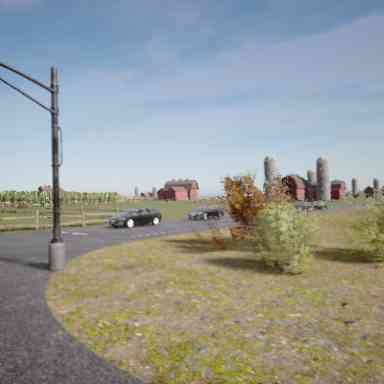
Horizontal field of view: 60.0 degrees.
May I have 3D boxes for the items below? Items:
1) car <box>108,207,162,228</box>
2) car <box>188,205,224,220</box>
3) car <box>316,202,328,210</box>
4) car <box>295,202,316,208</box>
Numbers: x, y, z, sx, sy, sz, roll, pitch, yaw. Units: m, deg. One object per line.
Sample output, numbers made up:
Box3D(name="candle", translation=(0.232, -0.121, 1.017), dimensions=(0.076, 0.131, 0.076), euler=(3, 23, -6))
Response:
Box3D(name="car", translation=(-4.451, 1.995, 26.460), dimensions=(1.837, 1.490, 4.892), euler=(-2, -2, 36))
Box3D(name="car", translation=(1.493, 2.094, 34.712), dimensions=(2.128, 1.511, 4.902), euler=(-2, -2, 36))
Box3D(name="car", translation=(21.889, 2.432, 56.890), dimensions=(1.895, 1.301, 4.718), euler=(-2, -2, 36))
Box3D(name="car", translation=(16.200, 2.225, 48.920), dimensions=(1.837, 1.490, 4.892), euler=(-2, -2, 36))
